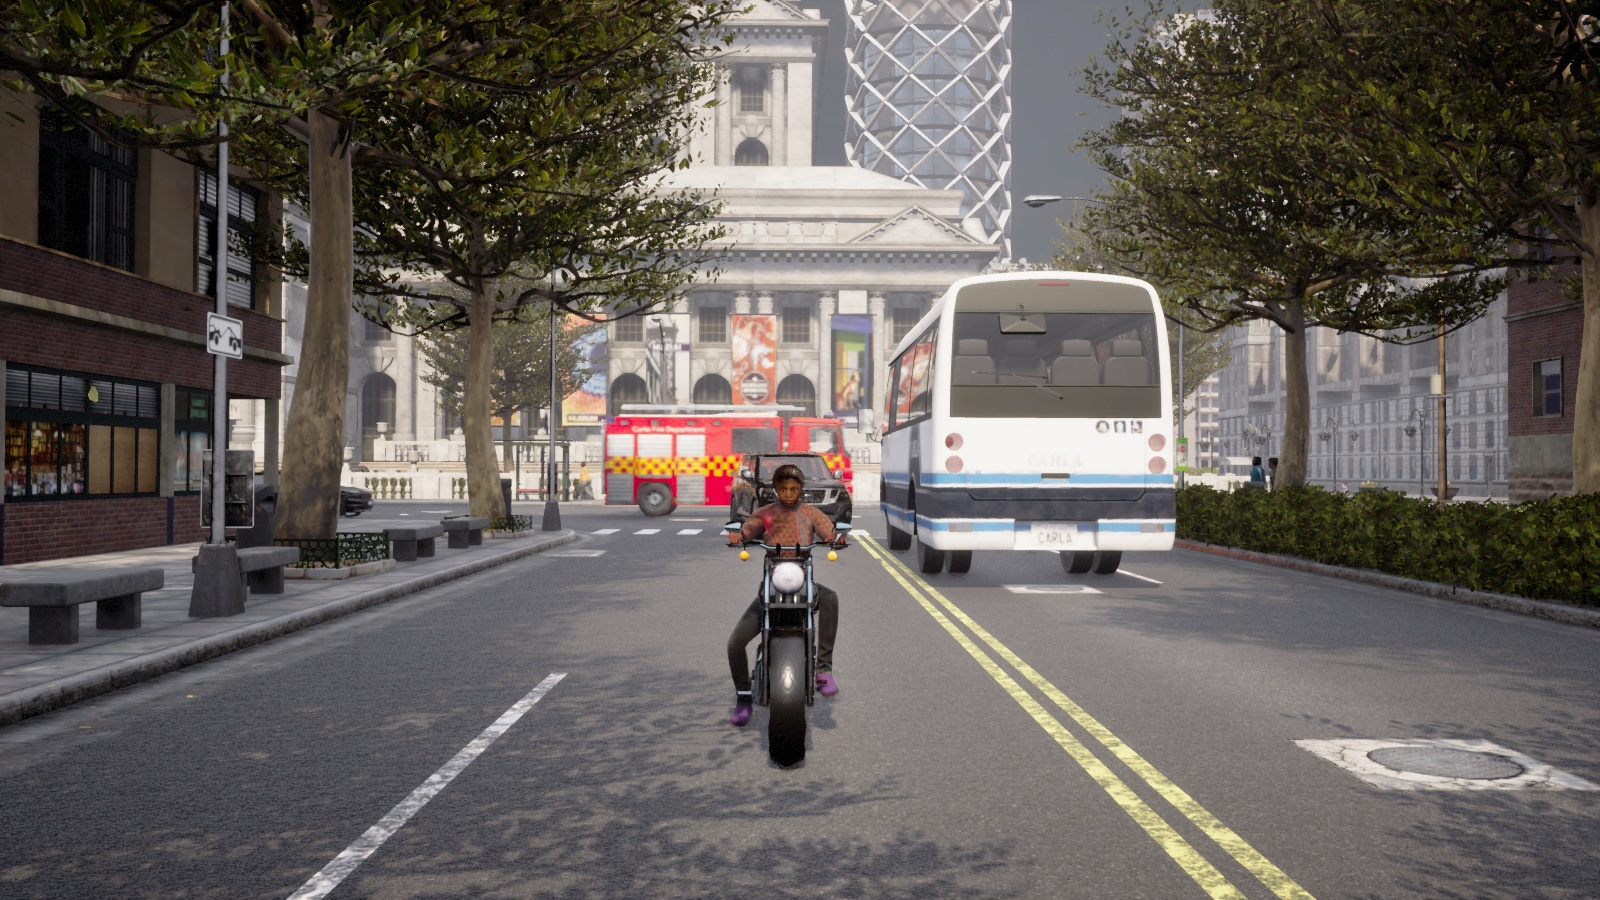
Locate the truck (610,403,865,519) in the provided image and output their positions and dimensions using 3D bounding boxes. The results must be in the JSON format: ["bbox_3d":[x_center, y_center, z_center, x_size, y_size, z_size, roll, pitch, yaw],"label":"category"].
[{"bbox_3d":[-2.071,0.382,43.202,8.468,3.827,2.891,0,-1,0],"label":"truck"}]

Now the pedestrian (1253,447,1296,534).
[{"bbox_3d":[10.770,0.906,28.519,0.423,1.949,0.788,0,-1,-34],"label":"pedestrian"}]

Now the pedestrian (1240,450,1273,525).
[{"bbox_3d":[11.855,0.971,32.639,0.692,1.930,0.396,0,-1,-7],"label":"pedestrian"}]

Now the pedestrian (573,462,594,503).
[{"bbox_3d":[-9.977,1.481,57.880,0.900,1.855,0.874,0,-1,-7],"label":"pedestrian"}]

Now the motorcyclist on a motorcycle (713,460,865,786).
[{"bbox_3d":[-0.065,0.892,7.543,0.766,1.649,2.350,0,-1,-1],"label":"motorcyclist on a motorcycle"}]

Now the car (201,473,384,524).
[{"bbox_3d":[-15.963,1.520,39.636,5.008,1.535,1.882,0,-1,0],"label":"car"}]

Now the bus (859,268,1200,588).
[{"bbox_3d":[3.303,-0.209,21.872,3.944,4.253,10.273,0,-1,0],"label":"bus"}]

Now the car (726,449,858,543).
[{"bbox_3d":[-0.332,1.043,30.316,2.150,2.045,5.566,0,-1,-12],"label":"car"}]
